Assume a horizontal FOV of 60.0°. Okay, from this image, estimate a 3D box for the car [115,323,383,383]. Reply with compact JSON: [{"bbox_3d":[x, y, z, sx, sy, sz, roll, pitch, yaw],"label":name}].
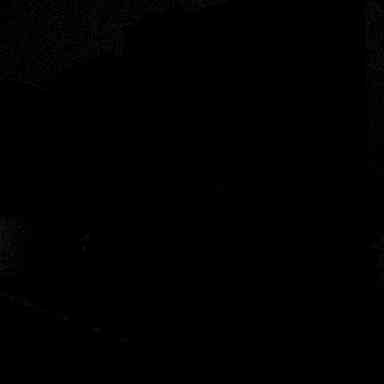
[{"bbox_3d":[1.309,1.551,1.884,4.403,1.369,2.008,0,-1,35],"label":"car"}]
